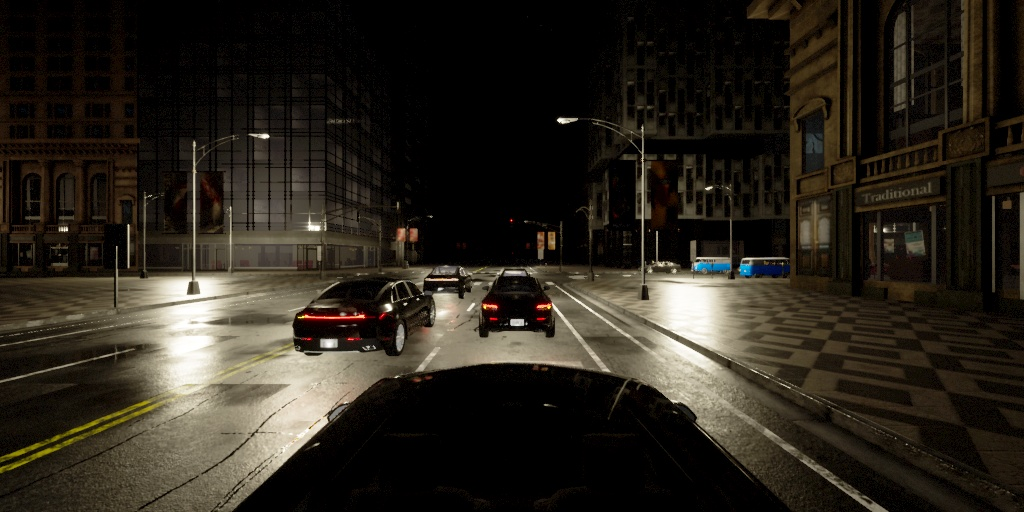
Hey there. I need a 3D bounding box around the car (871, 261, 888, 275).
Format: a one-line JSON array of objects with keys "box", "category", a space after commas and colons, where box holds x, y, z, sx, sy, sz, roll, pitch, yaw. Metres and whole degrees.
[{"box": [32.774, 1.251, 30.186, 4.207, 1.307, 1.802, 0, 0, 0], "category": "car"}]

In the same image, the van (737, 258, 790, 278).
[{"box": [21.537, 1.032, 30.265, 3.998, 1.789, 1.690, 0, 0, 0], "category": "van"}]

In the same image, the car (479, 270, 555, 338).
[{"box": [0.121, 1.276, 10.075, 1.812, 1.442, 4.674, 0, 0, 0], "category": "car"}]

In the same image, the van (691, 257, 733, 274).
[{"box": [21.596, 1.042, 38.790, 3.998, 1.789, 1.690, 0, 0, 0], "category": "van"}]

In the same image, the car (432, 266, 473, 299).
[{"box": [-3.108, 1.241, 17.994, 2.128, 1.511, 4.902, 0, 0, 0], "category": "car"}]

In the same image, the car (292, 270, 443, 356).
[{"box": [-3.134, 1.255, 8.580, 1.837, 1.490, 4.892, 0, 0, 0], "category": "car"}]

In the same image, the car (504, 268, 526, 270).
[{"box": [0.146, 1.314, 18.464, 1.994, 1.385, 4.181, 0, 0, 0], "category": "car"}]

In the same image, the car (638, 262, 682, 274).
[{"box": [15.977, 1.263, 38.829, 4.403, 1.370, 2.007, 0, 0, 0], "category": "car"}]
